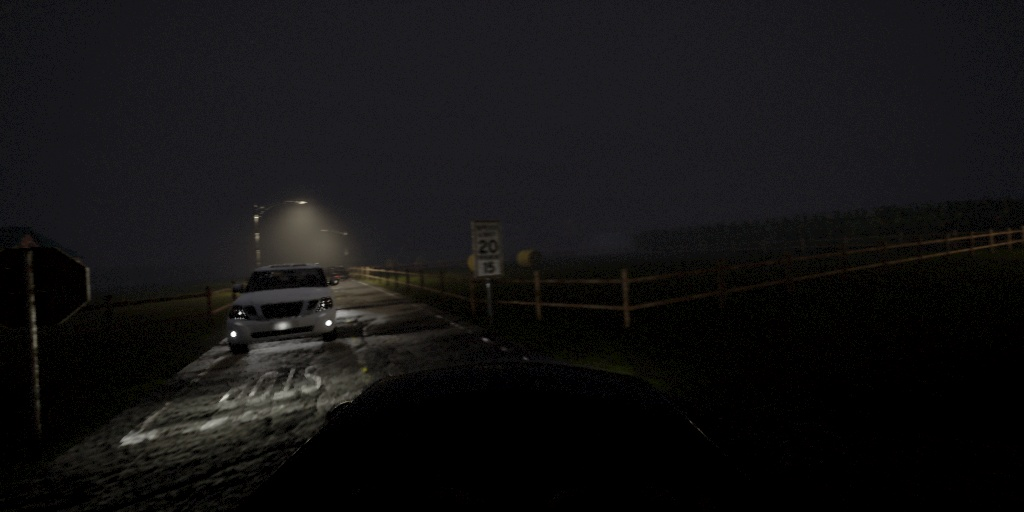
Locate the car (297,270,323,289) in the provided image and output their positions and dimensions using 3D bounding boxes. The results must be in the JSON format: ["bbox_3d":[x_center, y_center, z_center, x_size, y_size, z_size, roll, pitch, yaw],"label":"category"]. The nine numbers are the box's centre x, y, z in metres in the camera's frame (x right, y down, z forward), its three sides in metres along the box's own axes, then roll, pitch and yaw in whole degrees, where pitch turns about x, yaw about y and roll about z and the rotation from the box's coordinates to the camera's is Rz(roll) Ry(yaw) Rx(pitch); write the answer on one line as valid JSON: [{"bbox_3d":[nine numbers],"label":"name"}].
[{"bbox_3d":[-17.845,2.007,31.712,1.812,1.442,4.674,-3,0,-30],"label":"car"}]

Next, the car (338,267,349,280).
[{"bbox_3d":[-19.618,2.033,40.550,1.837,1.490,4.892,-3,0,-31],"label":"car"}]

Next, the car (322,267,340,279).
[{"bbox_3d":[-25.051,2.274,49.516,1.837,1.490,4.892,-3,1,-32],"label":"car"}]

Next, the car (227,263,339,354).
[{"bbox_3d":[-6.355,1.244,10.363,2.150,2.045,5.566,-3,0,-28],"label":"car"}]
